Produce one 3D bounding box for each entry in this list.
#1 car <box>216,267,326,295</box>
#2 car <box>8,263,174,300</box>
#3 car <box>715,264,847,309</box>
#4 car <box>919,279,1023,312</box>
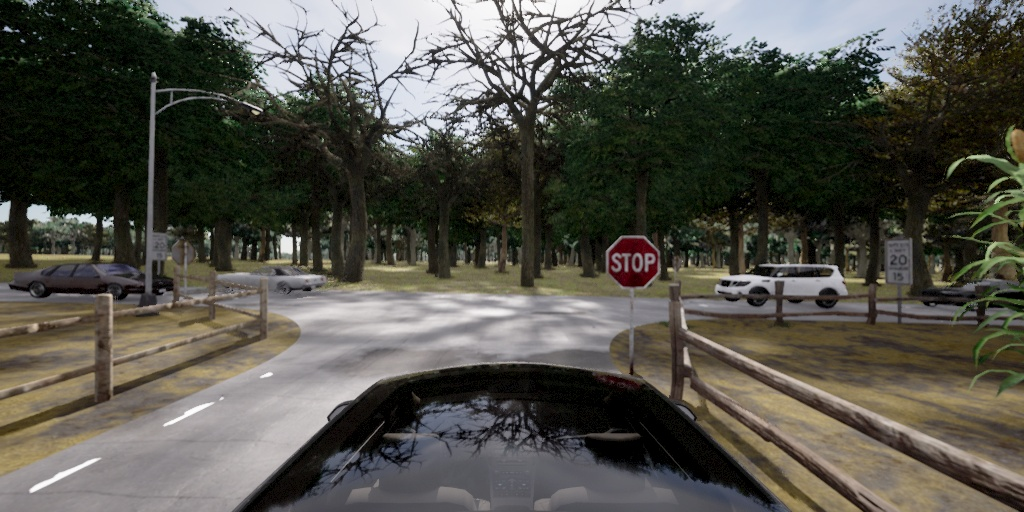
[{"bbox_3d":[-11.946,1.173,17.717,4.718,1.301,1.895,1,0,4],"label":"car"},{"bbox_3d":[-17.030,0.982,14.759,5.357,1.411,2.033,1,0,0],"label":"car"},{"bbox_3d":[13.150,1.386,17.664,5.566,2.045,2.150,1,0,-1],"label":"car"},{"bbox_3d":[23.182,1.879,17.668,5.008,1.535,1.882,1,0,0],"label":"car"}]
